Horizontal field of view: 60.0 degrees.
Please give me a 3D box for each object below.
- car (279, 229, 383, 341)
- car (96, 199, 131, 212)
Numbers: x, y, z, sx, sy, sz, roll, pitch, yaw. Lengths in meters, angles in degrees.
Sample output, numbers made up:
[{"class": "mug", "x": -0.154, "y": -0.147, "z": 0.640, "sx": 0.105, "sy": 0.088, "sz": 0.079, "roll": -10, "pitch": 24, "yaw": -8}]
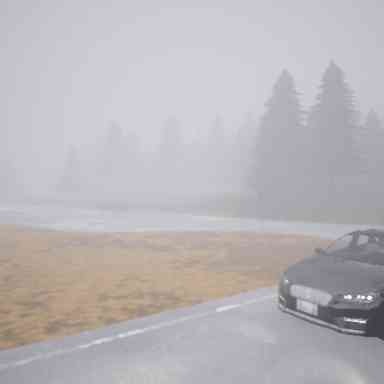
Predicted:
[{"class": "car", "x": 3.768, "y": 1.530, "z": 6.570, "sx": 4.902, "sy": 1.511, "sz": 2.128, "roll": 0, "pitch": 0, "yaw": -36}, {"class": "car", "x": -9.321, "y": 1.541, "z": 39.109, "sx": 4.902, "sy": 1.511, "sz": 2.128, "roll": 0, "pitch": 0, "yaw": 38}]
